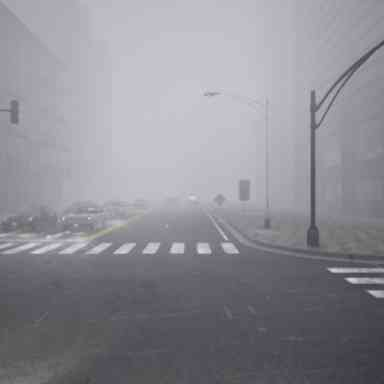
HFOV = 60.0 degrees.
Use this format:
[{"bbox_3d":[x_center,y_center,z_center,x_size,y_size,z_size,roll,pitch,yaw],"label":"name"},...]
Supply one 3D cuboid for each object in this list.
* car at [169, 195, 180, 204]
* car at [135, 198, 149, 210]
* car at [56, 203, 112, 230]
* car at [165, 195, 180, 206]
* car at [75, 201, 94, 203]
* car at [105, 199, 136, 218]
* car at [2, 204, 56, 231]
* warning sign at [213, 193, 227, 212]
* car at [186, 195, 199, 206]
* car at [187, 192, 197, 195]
[{"bbox_3d":[-3.234,1.385,61.893,1.837,1.490,4.892,0,0,0],"label":"car"},{"bbox_3d":[-6.584,1.469,42.136,2.033,1.411,5.357,0,0,0],"label":"car"},{"bbox_3d":[-6.597,1.569,20.864,1.895,1.301,4.718,0,0,-3],"label":"car"},{"bbox_3d":[-3.139,1.378,51.839,1.882,1.535,5.008,0,0,0],"label":"car"},{"bbox_3d":[-9.845,1.495,30.233,2.033,1.411,5.357,0,0,0],"label":"car"},{"bbox_3d":[-6.587,1.549,30.021,1.895,1.301,4.718,0,0,0],"label":"car"},{"bbox_3d":[-9.849,1.494,20.662,1.812,1.442,4.674,0,0,-2],"label":"car"},{"bbox_3d":[2.854,1.055,34.002,1.300,1.860,1.060,0,0,0],"label":"warning sign"},{"bbox_3d":[0.108,1.502,51.287,1.895,1.301,4.718,0,0,0],"label":"car"},{"bbox_3d":[0.018,1.102,61.506,2.150,2.045,5.566,0,0,0],"label":"car"}]
